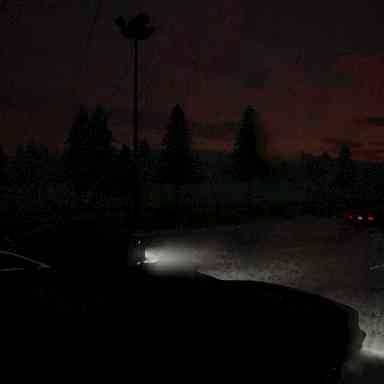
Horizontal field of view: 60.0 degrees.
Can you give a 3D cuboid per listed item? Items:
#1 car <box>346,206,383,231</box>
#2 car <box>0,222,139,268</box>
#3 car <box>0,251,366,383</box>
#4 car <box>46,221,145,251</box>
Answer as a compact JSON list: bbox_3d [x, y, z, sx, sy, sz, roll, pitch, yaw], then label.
[{"bbox_3d":[11.788,1.556,20.759,5.357,1.411,2.033,0,0,-36],"label":"car"},{"bbox_3d":[-3.616,1.491,5.466,4.902,1.511,2.128,0,0,-36],"label":"car"},{"bbox_3d":[-0.373,1.548,3.480,5.357,1.411,2.033,0,0,-36],"label":"car"},{"bbox_3d":[-3.509,1.564,9.843,4.181,1.385,1.994,0,0,-36],"label":"car"}]
